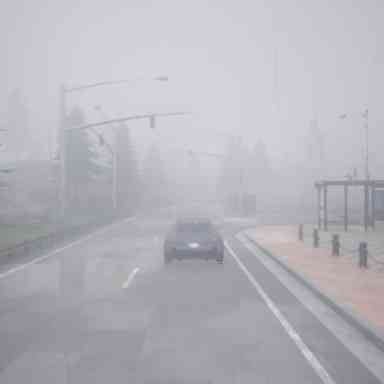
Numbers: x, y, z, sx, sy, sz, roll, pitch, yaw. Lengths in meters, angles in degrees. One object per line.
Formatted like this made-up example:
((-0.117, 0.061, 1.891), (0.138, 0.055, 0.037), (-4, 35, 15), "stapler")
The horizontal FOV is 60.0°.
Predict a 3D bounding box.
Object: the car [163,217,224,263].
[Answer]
((0.073, 1.591, 12.106), (1.994, 1.385, 4.181), (0, 0, 0), "car")

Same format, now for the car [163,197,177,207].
((-3.429, 1.622, 52.949), (1.837, 1.490, 4.892), (-1, 0, 3), "car")

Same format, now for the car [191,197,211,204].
((1.984, 1.693, 68.781), (2.033, 1.411, 5.357), (0, 0, 35), "car")
